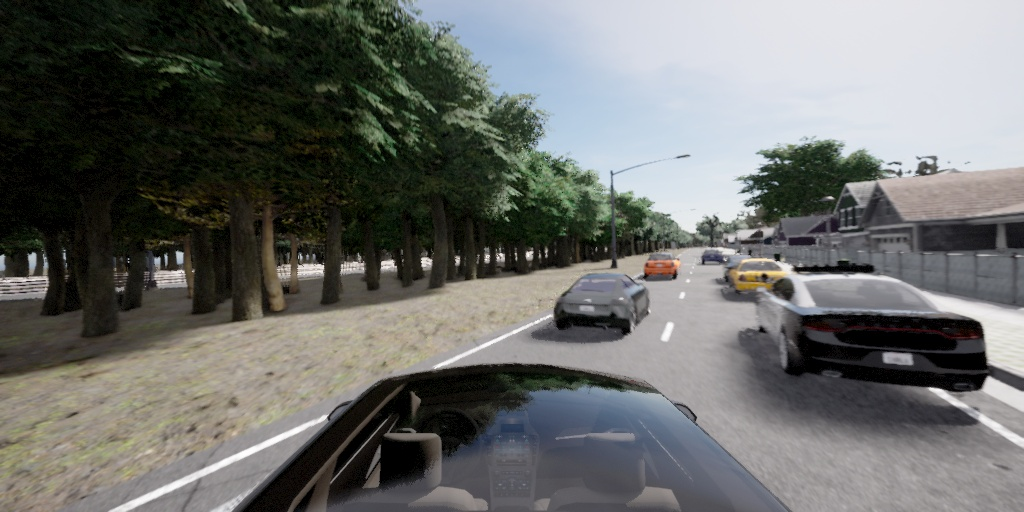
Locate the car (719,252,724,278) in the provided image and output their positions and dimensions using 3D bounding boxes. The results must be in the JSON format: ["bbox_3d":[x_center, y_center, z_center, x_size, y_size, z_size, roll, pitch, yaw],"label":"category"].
[{"bbox_3d":[13.190,0.699,20.591,1.812,1.442,4.674,-2,1,28],"label":"car"}]

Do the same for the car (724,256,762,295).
[{"bbox_3d":[10.477,0.765,15.454,1.801,1.575,5.366,-2,1,28],"label":"car"}]

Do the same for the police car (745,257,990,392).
[{"bbox_3d":[5.773,0.959,6.542,1.930,1.638,5.238,-2,0,28],"label":"police car"}]

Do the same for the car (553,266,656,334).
[{"bbox_3d":[2.703,1.167,10.253,1.994,1.385,4.181,-2,0,28],"label":"car"}]

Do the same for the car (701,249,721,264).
[{"bbox_3d":[22.718,-0.032,40.795,2.097,1.767,4.553,-2,1,28],"label":"car"}]

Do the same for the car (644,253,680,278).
[{"bbox_3d":[10.615,0.563,25.253,2.097,1.767,4.553,-2,1,28],"label":"car"}]
